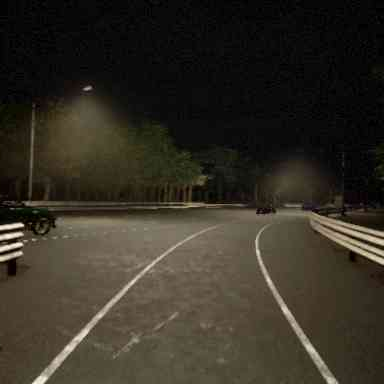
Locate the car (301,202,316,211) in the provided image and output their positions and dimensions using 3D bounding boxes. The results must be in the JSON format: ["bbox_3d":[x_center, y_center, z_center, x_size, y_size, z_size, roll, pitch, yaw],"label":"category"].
[{"bbox_3d":[26.051,3.273,74.340,2.150,2.045,5.566,1,-1,31],"label":"car"}]

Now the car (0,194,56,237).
[{"bbox_3d":[-9.050,1.082,15.220,2.150,2.045,5.566,1,-1,31],"label":"car"}]

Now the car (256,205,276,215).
[{"bbox_3d":[10.892,2.629,48.822,1.812,1.442,4.674,1,-1,31],"label":"car"}]
